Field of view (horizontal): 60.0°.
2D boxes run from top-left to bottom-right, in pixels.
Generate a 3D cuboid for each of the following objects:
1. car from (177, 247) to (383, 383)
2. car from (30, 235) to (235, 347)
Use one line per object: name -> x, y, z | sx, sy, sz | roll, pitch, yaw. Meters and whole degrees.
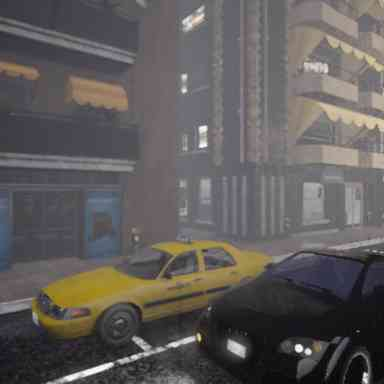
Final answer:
car -> 2.107, 1.585, 4.935 | 4.181, 1.385, 1.994 | 0, 0, -36
car -> -0.365, 1.551, 6.337 | 4.829, 1.417, 1.752 | 0, 0, -36
